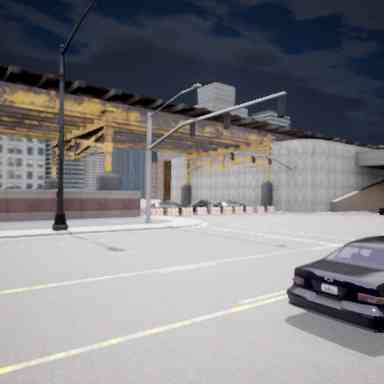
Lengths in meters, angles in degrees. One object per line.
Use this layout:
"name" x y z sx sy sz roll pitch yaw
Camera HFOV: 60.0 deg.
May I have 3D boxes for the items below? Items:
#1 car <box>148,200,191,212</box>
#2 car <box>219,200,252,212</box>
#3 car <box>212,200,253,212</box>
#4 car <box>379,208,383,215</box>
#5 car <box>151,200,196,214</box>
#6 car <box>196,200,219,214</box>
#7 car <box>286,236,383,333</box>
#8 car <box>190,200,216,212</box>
"car" -2.445 1.526 36.777 4.536 1.218 1.853 0 0 8
"car" 5.208 1.644 43.210 4.536 1.218 1.853 1 0 -7
"car" 5.258 1.802 43.215 4.974 1.542 2.038 1 0 -7
"car" 23.882 2.102 39.094 4.718 1.301 1.895 1 0 -37
"car" -2.395 1.683 36.769 4.974 1.542 2.038 0 0 8
"car" 1.349 1.738 39.455 2.038 1.542 4.974 0 0 18
"car" 4.258 1.635 6.808 5.357 1.411 2.033 1 0 -35
"car" 1.366 1.581 39.505 1.853 1.218 4.536 0 0 18
